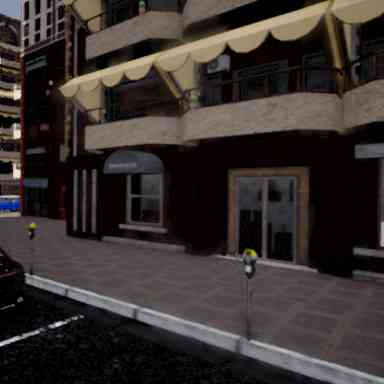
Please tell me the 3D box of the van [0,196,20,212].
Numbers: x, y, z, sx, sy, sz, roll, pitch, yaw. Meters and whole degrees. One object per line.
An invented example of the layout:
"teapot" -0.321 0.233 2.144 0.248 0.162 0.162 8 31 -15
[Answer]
"van" -19.140 1.269 34.048 1.690 1.788 3.998 0 -1 35

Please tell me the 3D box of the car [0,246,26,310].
"car" -4.895 1.456 6.371 4.403 1.369 2.008 1 1 36
